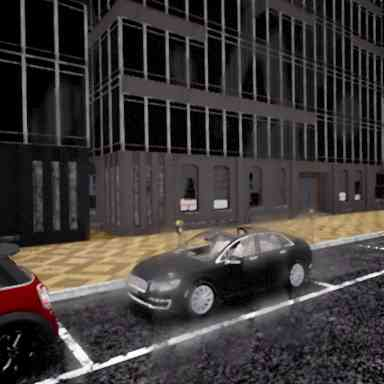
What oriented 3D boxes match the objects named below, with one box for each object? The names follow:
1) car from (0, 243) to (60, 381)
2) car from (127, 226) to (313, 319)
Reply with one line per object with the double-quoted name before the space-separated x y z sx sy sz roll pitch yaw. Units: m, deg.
"car" -3.848 1.460 3.816 4.097 1.590 1.967 -1 1 -36
"car" 0.785 1.462 7.124 4.403 1.369 2.008 -1 1 -36
